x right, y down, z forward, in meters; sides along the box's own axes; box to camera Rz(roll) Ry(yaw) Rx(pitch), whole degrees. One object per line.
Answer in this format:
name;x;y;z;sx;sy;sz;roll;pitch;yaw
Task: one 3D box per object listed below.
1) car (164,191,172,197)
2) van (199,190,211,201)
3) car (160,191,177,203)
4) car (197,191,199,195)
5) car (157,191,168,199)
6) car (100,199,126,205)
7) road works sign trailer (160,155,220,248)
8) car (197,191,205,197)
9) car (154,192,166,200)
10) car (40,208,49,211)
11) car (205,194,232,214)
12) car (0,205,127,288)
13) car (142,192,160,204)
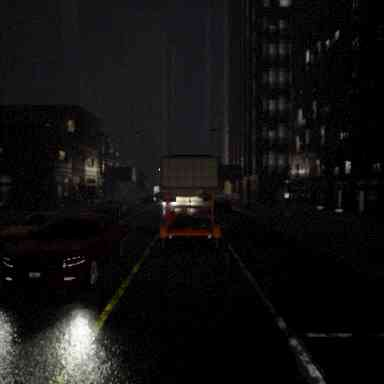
car;-6.167;0.455;84.885;1.802;1.307;4.206;0;1;0
van;2.396;0.639;51.790;1.690;1.788;3.998;0;1;0
car;-3.363;0.840;50.675;1.812;1.442;4.674;0;1;0
car;2.305;0.606;68.532;1.752;1.417;4.829;0;1;0
car;-6.075;0.527;68.312;1.967;1.590;4.097;0;1;0
car;-5.828;1.220;24.125;2.008;1.369;4.403;0;1;0
road works sign trailer;-0.078;0.273;13.688;2.380;3.560;2.880;0;1;0
car;2.213;0.421;84.935;2.008;1.369;4.403;0;1;0
car;-6.043;0.724;62.789;1.947;1.339;4.313;0;1;0
car;-5.766;1.347;12.907;1.752;1.417;4.829;0;1;0
car;2.521;1.142;29.698;2.008;1.369;4.403;0;1;0
car;-3.151;1.350;9.113;1.882;1.535;5.008;0;1;0
car;-5.952;0.924;46.219;2.008;1.369;4.403;0;1;0
